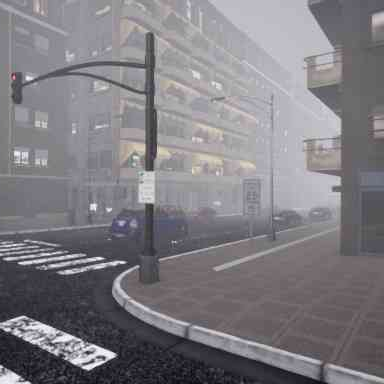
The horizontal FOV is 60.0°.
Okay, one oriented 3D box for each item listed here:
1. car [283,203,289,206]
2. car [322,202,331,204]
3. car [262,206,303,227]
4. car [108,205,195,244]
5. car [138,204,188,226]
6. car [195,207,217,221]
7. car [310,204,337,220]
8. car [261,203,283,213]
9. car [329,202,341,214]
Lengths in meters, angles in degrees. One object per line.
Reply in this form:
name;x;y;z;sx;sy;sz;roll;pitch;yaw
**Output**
car;13.755;2.406;50.658;1.752;1.417;4.829;-1;-1;35
car;19.620;2.549;48.989;1.895;1.301;4.718;0;-1;35
car;7.740;2.096;27.409;1.947;1.339;4.313;-1;-2;35
car;-2.169;1.627;17.827;2.097;1.767;4.553;0;-1;37
car;-2.324;1.822;27.492;1.967;1.590;4.097;-1;-1;35
car;0.911;2.064;32.150;1.802;1.307;4.206;-1;-1;35
car;14.211;2.297;36.733;1.947;1.339;4.313;-1;-2;35
car;10.616;2.328;46.135;1.887;1.381;4.507;-1;-1;35
car;20.779;2.460;46.197;1.752;1.417;4.829;-1;-2;35
